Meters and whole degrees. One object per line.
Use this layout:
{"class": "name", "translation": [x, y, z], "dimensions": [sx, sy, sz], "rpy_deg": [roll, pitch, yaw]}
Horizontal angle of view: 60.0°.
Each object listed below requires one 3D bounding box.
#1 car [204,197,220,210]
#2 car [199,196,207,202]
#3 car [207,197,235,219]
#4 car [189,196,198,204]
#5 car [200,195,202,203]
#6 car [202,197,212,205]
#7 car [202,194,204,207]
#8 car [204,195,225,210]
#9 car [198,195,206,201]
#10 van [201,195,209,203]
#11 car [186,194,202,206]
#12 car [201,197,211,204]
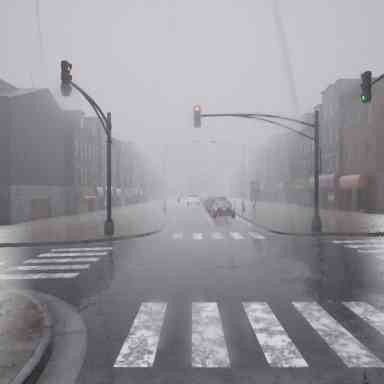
{"class": "car", "translation": [2.721, 1.509, 45.857], "dimensions": [1.967, 1.590, 4.097], "rpy_deg": [-1, 0, 0]}
{"class": "car", "translation": [2.797, 1.792, 83.673], "dimensions": [1.802, 1.307, 4.206], "rpy_deg": [-1, 0, 0]}
{"class": "car", "translation": [2.688, 1.470, 29.651], "dimensions": [1.967, 1.590, 4.097], "rpy_deg": [-1, 0, 0]}
{"class": "car", "translation": [0.239, 1.654, 69.618], "dimensions": [1.837, 1.490, 4.892], "rpy_deg": [0, 0, 0]}
{"class": "car", "translation": [2.731, 1.525, 51.260], "dimensions": [1.967, 1.590, 4.097], "rpy_deg": [-1, 0, 0]}
{"class": "car", "translation": [2.754, 1.647, 62.234], "dimensions": [1.752, 1.417, 4.829], "rpy_deg": [-1, 0, 0]}
{"class": "car", "translation": [2.709, 1.369, 40.456], "dimensions": [2.192, 1.841, 5.009], "rpy_deg": [-1, 0, 0]}
{"class": "car", "translation": [2.698, 1.356, 35.053], "dimensions": [2.192, 1.841, 5.009], "rpy_deg": [-1, 0, 0]}
{"class": "car", "translation": [2.817, 1.702, 94.479], "dimensions": [1.967, 1.590, 4.097], "rpy_deg": [-1, 0, 0]}
{"class": "van", "translation": [2.773, 1.504, 72.870], "dimensions": [1.690, 1.788, 3.998], "rpy_deg": [-1, 0, 0]}
{"class": "car", "translation": [0.221, 1.334, 59.447], "dimensions": [2.150, 2.045, 5.566], "rpy_deg": [0, 0, -1]}
{"class": "car", "translation": [2.765, 1.668, 67.636], "dimensions": [1.752, 1.417, 4.829], "rpy_deg": [-1, 0, 0]}
